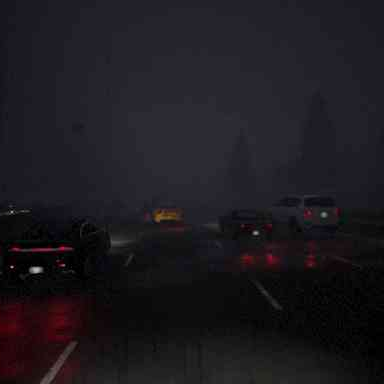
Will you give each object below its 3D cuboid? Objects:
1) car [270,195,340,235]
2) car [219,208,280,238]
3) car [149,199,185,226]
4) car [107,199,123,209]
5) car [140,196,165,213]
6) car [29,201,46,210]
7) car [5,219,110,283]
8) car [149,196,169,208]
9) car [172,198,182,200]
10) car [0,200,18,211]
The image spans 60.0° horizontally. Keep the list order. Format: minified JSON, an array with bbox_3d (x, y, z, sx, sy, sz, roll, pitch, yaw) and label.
[{"bbox_3d":[6.107,1.181,18.927,2.150,2.045,5.566,0,0,-7],"label":"car"},{"bbox_3d":[2.686,1.596,17.499,1.895,1.301,4.718,-1,0,-7],"label":"car"},{"bbox_3d":[-1.894,1.533,24.426,1.882,1.535,5.008,-1,0,-9],"label":"car"},{"bbox_3d":[-11.109,1.716,48.028,1.812,1.442,4.674,0,0,-19],"label":"car"},{"bbox_3d":[-4.989,1.603,39.481,2.128,1.511,4.902,-1,0,-15],"label":"car"},{"bbox_3d":[-22.721,1.921,48.905,1.895,1.301,4.718,-1,0,-19],"label":"car"},{"bbox_3d":[-3.706,1.547,9.942,2.128,1.511,4.902,0,0,-4],"label":"car"},{"bbox_3d":[-5.298,1.483,52.382,2.097,1.767,4.553,-1,0,-19],"label":"car"},{"bbox_3d":[-2.822,1.712,56.964,1.895,1.301,4.718,-1,0,-21],"label":"car"},{"bbox_3d":[-25.657,1.854,46.627,1.837,1.490,4.892,0,0,-19],"label":"car"}]
